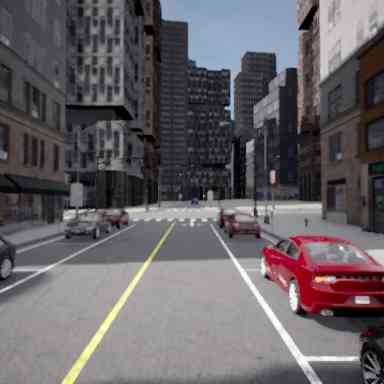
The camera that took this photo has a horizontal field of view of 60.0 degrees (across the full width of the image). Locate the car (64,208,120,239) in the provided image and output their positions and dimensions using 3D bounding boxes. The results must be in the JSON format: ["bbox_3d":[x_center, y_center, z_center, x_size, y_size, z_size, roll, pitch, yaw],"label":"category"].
[{"bbox_3d":[-5.757,1.794,18.849,2.008,1.369,4.403,1,-1,0],"label":"car"}]

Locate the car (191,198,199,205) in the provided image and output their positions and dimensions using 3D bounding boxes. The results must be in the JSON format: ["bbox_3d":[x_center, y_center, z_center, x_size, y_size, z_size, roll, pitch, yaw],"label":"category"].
[{"bbox_3d":[0.701,2.648,88.265,1.882,1.535,5.008,0,-1,1],"label":"car"}]

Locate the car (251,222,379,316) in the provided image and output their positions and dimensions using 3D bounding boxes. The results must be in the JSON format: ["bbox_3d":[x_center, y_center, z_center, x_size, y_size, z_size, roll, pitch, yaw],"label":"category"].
[{"bbox_3d":[2.771,1.645,7.632,1.887,1.381,4.507,1,-1,0],"label":"car"}]

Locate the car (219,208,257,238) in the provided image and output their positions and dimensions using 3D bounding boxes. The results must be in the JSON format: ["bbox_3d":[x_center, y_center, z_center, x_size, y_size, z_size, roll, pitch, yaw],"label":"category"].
[{"bbox_3d":[2.768,1.826,18.849,1.802,1.307,4.206,1,-1,0],"label":"car"}]

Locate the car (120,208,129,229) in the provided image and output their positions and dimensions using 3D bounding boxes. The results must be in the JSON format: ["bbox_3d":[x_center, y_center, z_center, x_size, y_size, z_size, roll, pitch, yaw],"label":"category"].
[{"bbox_3d":[-5.758,1.859,24.458,1.887,1.381,4.507,1,-1,0],"label":"car"}]

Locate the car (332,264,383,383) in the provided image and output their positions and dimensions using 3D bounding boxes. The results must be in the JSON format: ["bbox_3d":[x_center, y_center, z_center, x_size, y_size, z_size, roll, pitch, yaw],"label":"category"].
[{"bbox_3d":[2.772,1.594,2.023,1.947,1.339,4.313,1,-1,0],"label":"car"}]

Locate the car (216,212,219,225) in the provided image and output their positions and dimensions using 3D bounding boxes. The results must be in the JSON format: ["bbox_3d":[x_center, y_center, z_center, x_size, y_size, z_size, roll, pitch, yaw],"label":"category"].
[{"bbox_3d":[2.768,1.860,24.459,1.887,1.381,4.507,1,-1,0],"label":"car"}]

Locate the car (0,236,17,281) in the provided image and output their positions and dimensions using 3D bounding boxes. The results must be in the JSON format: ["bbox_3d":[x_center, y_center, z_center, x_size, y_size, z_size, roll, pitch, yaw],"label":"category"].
[{"bbox_3d":[-5.755,1.651,7.632,2.008,1.369,4.403,1,-1,0],"label":"car"}]
